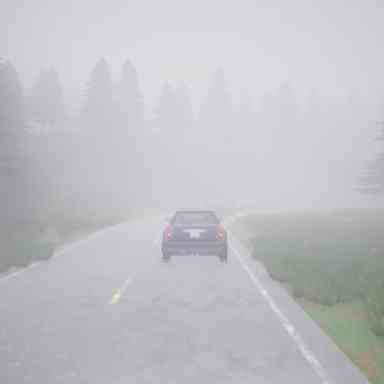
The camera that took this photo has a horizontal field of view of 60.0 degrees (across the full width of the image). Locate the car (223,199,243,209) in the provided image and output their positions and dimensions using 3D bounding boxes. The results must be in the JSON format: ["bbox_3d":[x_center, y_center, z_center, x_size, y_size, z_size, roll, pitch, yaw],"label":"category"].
[{"bbox_3d":[2.410,1.431,28.143,1.837,1.490,4.892,-1,0,27],"label":"car"}]

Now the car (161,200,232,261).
[{"bbox_3d":[0.093,1.320,12.219,2.097,1.767,4.553,0,0,0],"label":"car"}]

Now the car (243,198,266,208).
[{"bbox_3d":[6.116,1.423,36.757,4.674,1.442,1.812,0,0,-33],"label":"car"}]
